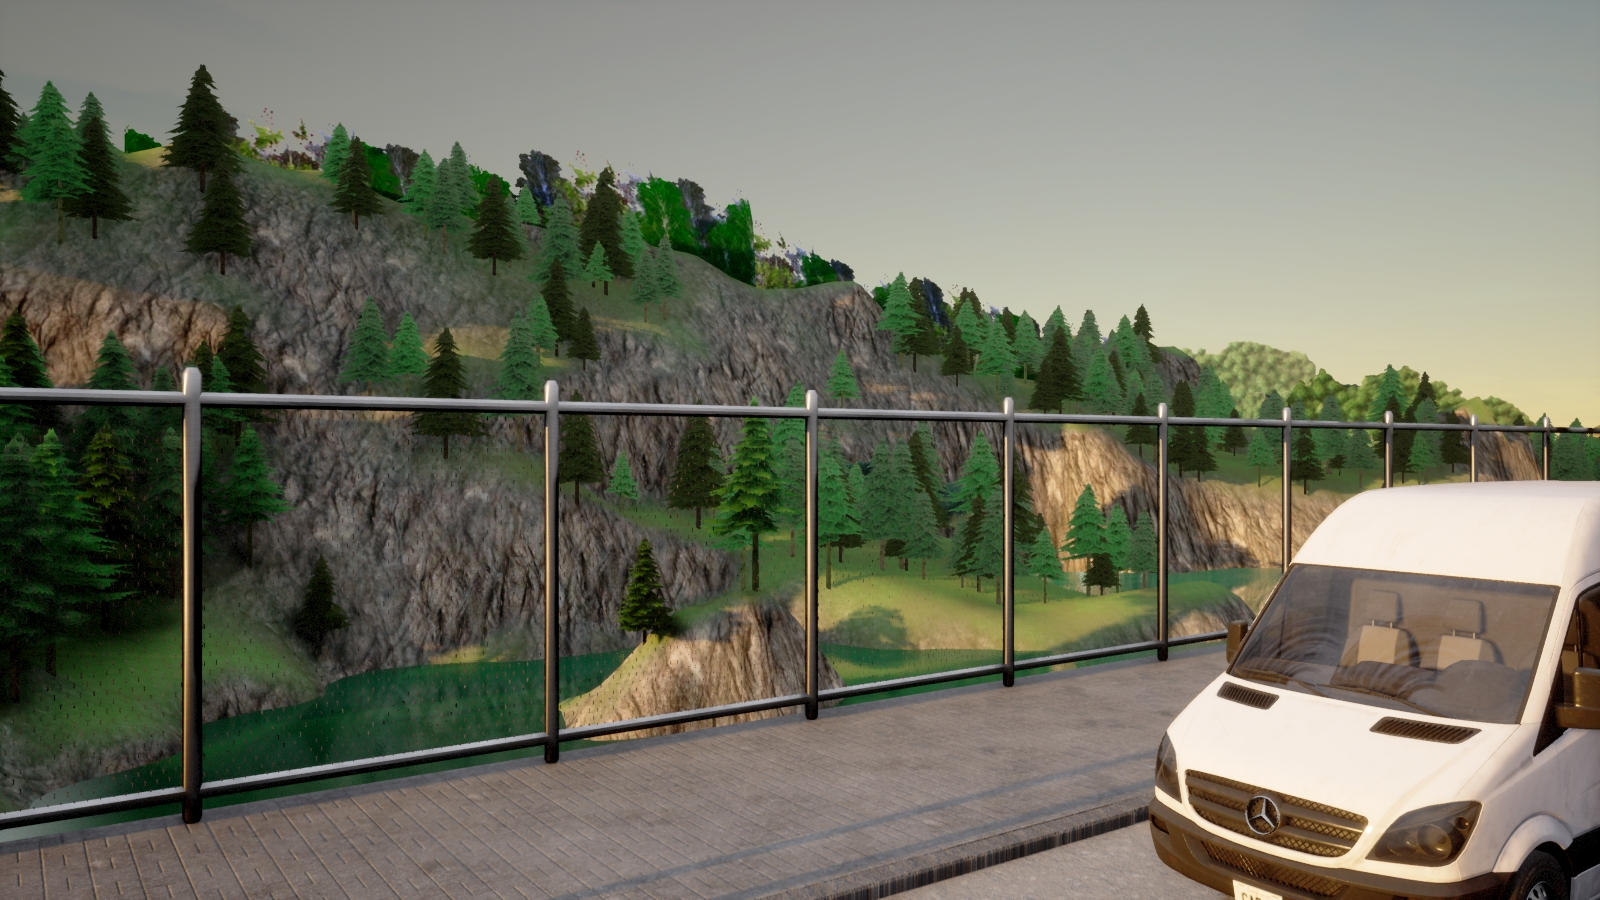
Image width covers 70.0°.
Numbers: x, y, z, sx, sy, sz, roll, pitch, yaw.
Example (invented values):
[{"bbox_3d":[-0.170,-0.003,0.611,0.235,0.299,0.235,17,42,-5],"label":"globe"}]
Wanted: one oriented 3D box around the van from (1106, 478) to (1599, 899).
[{"bbox_3d":[4.843,1.531,7.777,5.915,2.561,1.988,0,0,-35],"label":"van"}]
